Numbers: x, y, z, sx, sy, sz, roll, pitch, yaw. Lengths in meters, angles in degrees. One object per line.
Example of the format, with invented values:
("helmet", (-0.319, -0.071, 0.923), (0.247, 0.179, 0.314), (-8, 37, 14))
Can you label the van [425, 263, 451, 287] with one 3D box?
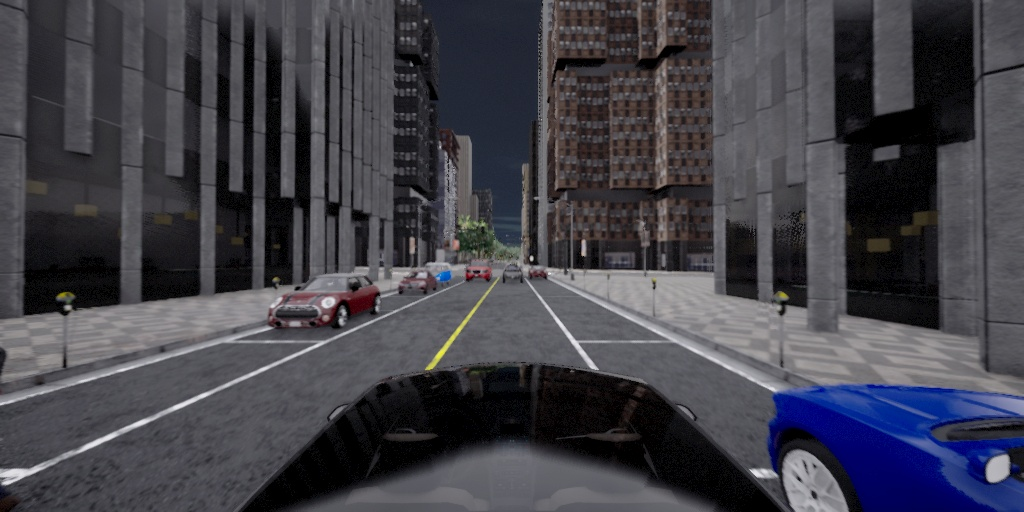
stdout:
("van", (-5.774, 1.419, 27.838), (1.690, 1.789, 3.998), (0, 0, 0))

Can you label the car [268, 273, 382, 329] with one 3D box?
("car", (-5.767, 1.304, 11.519), (1.967, 1.591, 4.097), (0, 0, 0))

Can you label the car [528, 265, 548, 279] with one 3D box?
("car", (2.747, 1.664, 38.725), (1.967, 1.591, 4.097), (0, 0, 0))

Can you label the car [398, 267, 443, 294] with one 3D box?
("car", (-5.772, 1.588, 22.397), (1.802, 1.307, 4.207), (0, 0, 0))

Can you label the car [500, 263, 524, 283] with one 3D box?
("car", (0.080, 1.639, 33.073), (2.128, 1.511, 4.902), (0, -1, 0))

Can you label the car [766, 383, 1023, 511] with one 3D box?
("car", (3.000, 1.219, 0.879), (1.882, 1.535, 5.008), (0, -1, 0))

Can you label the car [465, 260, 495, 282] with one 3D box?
("car", (-3.085, 1.386, 34.141), (2.150, 2.045, 5.566), (0, -1, 0))
